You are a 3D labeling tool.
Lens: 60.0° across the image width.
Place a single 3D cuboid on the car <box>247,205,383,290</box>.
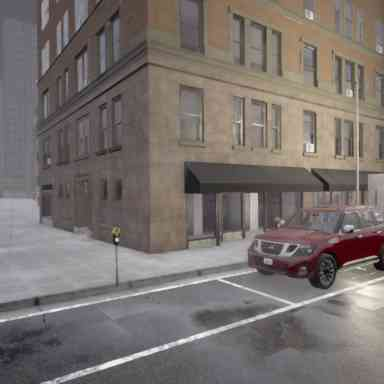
[{"bbox_3d":[3.829,1.312,9.286,5.009,1.841,2.192,0,-1,-36],"label":"car"}]
